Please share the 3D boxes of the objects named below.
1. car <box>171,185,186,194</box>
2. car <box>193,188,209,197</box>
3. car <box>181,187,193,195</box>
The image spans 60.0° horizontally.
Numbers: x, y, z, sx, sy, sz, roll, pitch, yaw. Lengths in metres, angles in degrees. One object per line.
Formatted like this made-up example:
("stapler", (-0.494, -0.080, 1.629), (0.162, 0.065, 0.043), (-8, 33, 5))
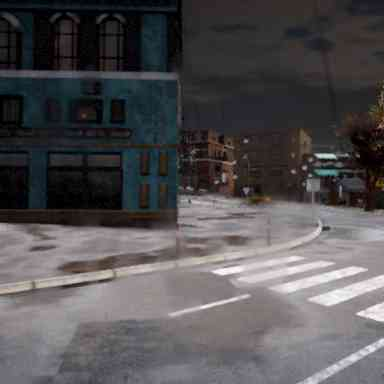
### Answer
("car", (-2.866, -0.535, 71.199), (1.946, 1.575, 5.366), (6, 2, 11))
("car", (2.335, 0.070, 68.217), (2.231, 1.521, 4.892), (6, 2, 11))
("car", (-0.247, -0.193, 69.805), (2.002, 1.452, 4.674), (6, 2, 11))
